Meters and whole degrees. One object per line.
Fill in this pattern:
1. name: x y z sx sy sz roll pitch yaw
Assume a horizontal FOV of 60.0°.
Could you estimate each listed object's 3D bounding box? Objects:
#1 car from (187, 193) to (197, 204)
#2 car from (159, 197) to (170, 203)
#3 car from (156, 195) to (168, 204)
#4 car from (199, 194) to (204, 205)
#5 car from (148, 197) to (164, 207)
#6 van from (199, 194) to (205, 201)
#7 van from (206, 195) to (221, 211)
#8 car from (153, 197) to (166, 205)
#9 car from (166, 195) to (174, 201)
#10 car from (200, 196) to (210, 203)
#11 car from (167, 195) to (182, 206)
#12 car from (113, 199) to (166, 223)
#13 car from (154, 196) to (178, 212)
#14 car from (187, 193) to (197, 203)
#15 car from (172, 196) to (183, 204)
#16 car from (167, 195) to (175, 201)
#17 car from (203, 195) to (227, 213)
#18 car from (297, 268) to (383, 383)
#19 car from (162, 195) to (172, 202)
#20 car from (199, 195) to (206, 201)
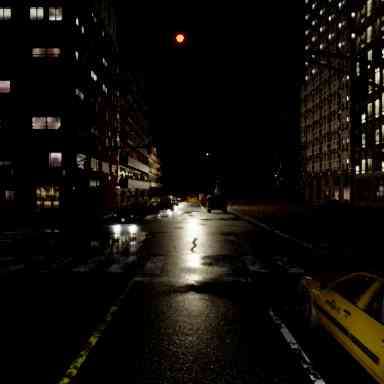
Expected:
1. car: 0.098 1.526 65.386 1.882 1.535 5.008 0 0 0
2. car: -5.696 1.637 69.532 1.802 1.307 4.206 0 0 0
3. car: -5.697 1.487 64.005 1.967 1.590 4.097 0 0 0
4. car: 2.683 1.353 58.478 2.192 1.841 5.009 0 0 0
5. car: -5.695 1.580 52.951 2.008 1.369 4.403 0 0 0
6. van: 2.682 1.439 91.637 1.690 1.788 3.998 0 0 0
7. van: 2.684 1.357 41.898 1.690 1.788 3.998 0 0 0
8. car: -5.696 1.582 58.477 1.887 1.381 4.507 0 0 0
9. car: -5.696 1.611 85.941 1.752 1.417 4.829 0 0 0
10. car: 2.684 1.600 69.532 1.887 1.381 4.507 0 0 0
11. car: -3.066 1.520 53.259 2.128 1.511 4.902 0 0 0
12. car: -4.137 1.565 26.046 2.033 1.411 5.357 0 0 16
13. car: -3.095 1.562 40.199 2.033 1.411 5.357 0 0 0
14. car: 0.000 1.291 75.861 2.150 2.045 5.566 0 0 0
15. car: -3.003 1.602 69.210 2.033 1.411 5.357 0 0 0
16. car: -5.697 1.642 91.637 1.887 1.381 4.507 0 0 0
17. car: 2.684 1.326 36.372 2.192 1.841 5.009 0 0 0
18. car: 2.686 1.525 4.129 1.752 1.417 4.829 0 0 0
19. car: -5.697 1.505 75.058 1.967 1.590 4.097 0 0 0
20. car: 2.684 1.611 86.281 1.752 1.417 4.829 0 0 0
